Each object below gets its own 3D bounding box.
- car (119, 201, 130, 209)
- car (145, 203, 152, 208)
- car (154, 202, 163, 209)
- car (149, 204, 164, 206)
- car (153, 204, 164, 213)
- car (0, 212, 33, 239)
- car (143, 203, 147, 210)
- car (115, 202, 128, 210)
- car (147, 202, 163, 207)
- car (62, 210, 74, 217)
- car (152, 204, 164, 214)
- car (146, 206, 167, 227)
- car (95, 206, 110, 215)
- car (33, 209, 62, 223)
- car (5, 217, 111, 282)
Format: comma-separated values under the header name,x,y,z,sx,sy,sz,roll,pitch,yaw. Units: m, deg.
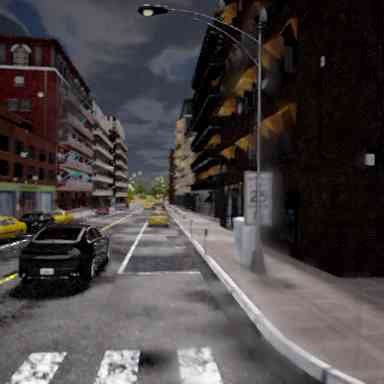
name,x,y,z,sx,sy,sz,roll,pitch,yaw
car,-16.825,3.312,83.256,2.192,1.841,5.009,0,-1,-6
car,-11.892,3.651,91.242,1.812,1.442,4.674,1,-1,-6
car,-8.492,3.418,84.140,2.192,1.841,5.009,0,-1,-6
car,-4.079,2.537,40.347,1.752,1.417,4.829,0,-1,-6
car,-6.282,2.996,62.158,1.967,1.590,4.097,0,-1,-6
car,-10.179,1.876,17.146,1.752,1.417,4.829,0,-1,-6
car,-10.851,3.466,80.877,1.882,1.535,5.008,1,-1,-6
car,-15.718,3.274,72.263,2.008,1.369,4.403,0,-1,-6
car,-4.621,2.460,45.677,2.192,1.841,5.009,0,-1,-6
car,-11.283,2.149,28.136,1.752,1.417,4.829,0,-1,-6
car,-5.730,2.859,56.662,1.967,1.590,4.097,0,-1,-6
car,-3.017,2.263,29.352,1.752,1.417,4.829,0,-1,-6
car,-13.509,2.758,50.282,1.802,1.307,4.206,0,-1,-6
car,-10.748,2.057,22.809,1.947,1.339,4.313,0,-1,-6
car,-3.781,1.755,10.530,1.837,1.490,4.892,1,-2,-6
